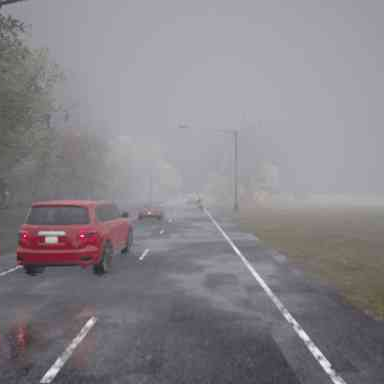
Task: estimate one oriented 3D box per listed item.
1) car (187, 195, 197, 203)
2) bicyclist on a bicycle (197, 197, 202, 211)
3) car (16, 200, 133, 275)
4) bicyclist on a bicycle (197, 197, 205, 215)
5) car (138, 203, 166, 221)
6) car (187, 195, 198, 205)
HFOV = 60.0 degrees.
[{"bbox_3d":[0.013,1.582,76.443,2.097,1.767,4.553,0,0,0],"label":"car"},{"bbox_3d":[0.971,1.495,42.633,0.659,1.776,1.843,0,0,0],"label":"bicyclist on a bicycle"},{"bbox_3d":[-3.400,1.254,10.734,2.150,2.045,5.566,0,0,0],"label":"car"},{"bbox_3d":[0.945,1.535,33.722,0.866,1.612,1.509,0,0,0],"label":"bicyclist on a bicycle"},{"bbox_3d":[-3.395,1.648,28.602,1.994,1.385,4.181,0,0,0],"label":"car"},{"bbox_3d":[0.049,1.751,63.539,1.994,1.385,4.181,0,0,1],"label":"car"}]
